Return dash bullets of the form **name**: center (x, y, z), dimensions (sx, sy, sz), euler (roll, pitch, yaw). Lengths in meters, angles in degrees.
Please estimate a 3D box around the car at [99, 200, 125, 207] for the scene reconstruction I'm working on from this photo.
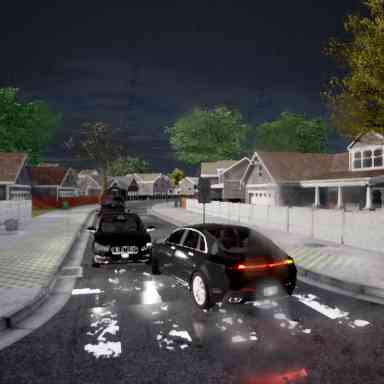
- **car**: center (-5.053, 1.497, 21.238), dimensions (1.837, 1.490, 4.892), euler (0, 0, -15)

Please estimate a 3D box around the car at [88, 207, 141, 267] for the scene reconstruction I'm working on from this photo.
- **car**: center (-2.507, 1.492, 11.539), dimensions (1.837, 1.490, 4.892), euler (1, 0, -16)

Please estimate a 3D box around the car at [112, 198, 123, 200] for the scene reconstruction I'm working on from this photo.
- **car**: center (-7.634, 1.484, 31.265), dimensions (2.128, 1.511, 4.902), euler (0, 0, -13)

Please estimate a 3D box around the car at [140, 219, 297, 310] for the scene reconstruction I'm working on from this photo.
- **car**: center (0.381, 1.506, 8.017), dimensions (1.837, 1.490, 4.892), euler (0, -1, -24)

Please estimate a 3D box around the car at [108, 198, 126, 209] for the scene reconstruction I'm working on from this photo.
- **car**: center (-10.331, 1.521, 46.044), dimensions (1.812, 1.442, 4.674), euler (0, 0, -6)
